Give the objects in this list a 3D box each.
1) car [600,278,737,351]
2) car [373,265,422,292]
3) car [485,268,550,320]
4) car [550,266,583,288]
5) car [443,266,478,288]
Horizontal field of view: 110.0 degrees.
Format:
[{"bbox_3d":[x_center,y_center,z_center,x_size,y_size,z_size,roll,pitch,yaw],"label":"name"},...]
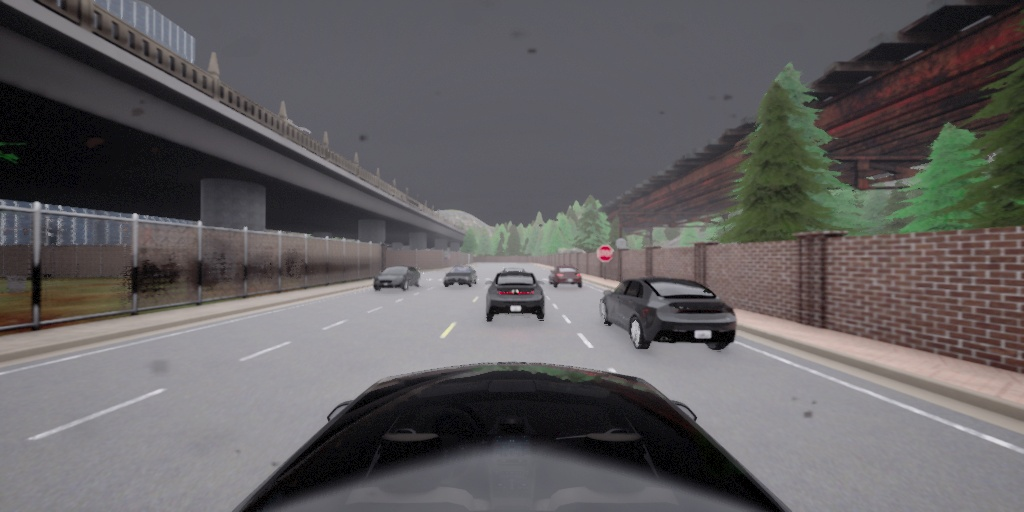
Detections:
[{"bbox_3d":[3.601,1.284,9.154,1.837,1.490,4.892,0,-1,0],"label":"car"},{"bbox_3d":[-7.032,1.346,22.415,1.837,1.490,4.892,0,-1,0],"label":"car"},{"bbox_3d":[0.105,1.300,12.771,1.837,1.490,4.892,0,-1,0],"label":"car"},{"bbox_3d":[3.647,1.376,24.770,1.812,1.442,4.674,0,0,0],"label":"car"},{"bbox_3d":[-3.507,1.399,25.324,2.033,1.411,5.357,0,0,1],"label":"car"}]
